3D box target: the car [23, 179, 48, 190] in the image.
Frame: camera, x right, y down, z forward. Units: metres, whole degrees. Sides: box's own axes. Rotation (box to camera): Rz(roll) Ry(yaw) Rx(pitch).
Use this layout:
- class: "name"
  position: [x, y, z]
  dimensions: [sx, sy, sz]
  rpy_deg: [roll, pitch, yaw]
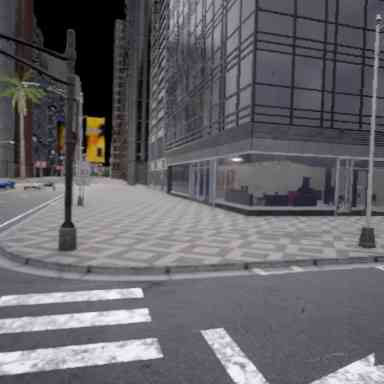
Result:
- class: "car"
  position: [-21.025, -0.964, 44.467]
  dimensions: [1.895, 1.301, 4.718]
  rpy_deg: [1, 3, -15]

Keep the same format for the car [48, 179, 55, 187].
- class: "car"
  position: [-23.568, -1.488, 54.016]
  dimensions: [1.994, 1.385, 4.181]
  rpy_deg: [1, 3, -15]

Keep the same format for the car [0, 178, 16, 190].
- class: "car"
  position: [-23.973, -1.085, 42.354]
  dimensions: [1.882, 1.535, 5.008]
  rpy_deg: [1, 3, -15]
